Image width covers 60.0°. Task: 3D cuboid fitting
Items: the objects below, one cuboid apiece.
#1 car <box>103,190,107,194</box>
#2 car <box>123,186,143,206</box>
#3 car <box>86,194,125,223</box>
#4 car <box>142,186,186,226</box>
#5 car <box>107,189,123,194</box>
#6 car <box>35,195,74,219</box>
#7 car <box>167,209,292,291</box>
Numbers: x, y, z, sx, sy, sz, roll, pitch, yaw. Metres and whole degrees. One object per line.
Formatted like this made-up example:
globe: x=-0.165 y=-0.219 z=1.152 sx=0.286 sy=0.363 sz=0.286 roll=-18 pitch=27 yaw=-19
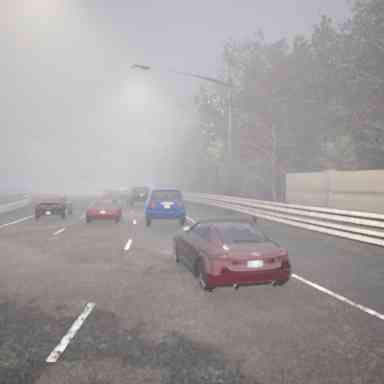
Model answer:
car: x=-13.049 y=0.277 z=53.389 sx=1.837 sy=1.490 sz=4.892 roll=-1 pitch=1 yaw=-28
car: x=-5.806 y=0.392 z=35.930 sx=2.150 sy=2.045 sz=5.566 roll=0 pitch=1 yaw=-17
car: x=-5.479 y=1.078 z=21.035 sx=1.994 sy=1.385 sz=4.181 roll=0 pitch=1 yaw=-10
car: x=-1.679 y=0.766 z=19.657 sx=2.150 sy=2.045 sz=5.566 roll=0 pitch=1 yaw=-9
car: x=-10.317 y=0.449 z=47.661 sx=2.033 sy=1.411 sz=5.357 roll=-1 pitch=1 yaw=-25
car: x=-9.427 y=0.976 z=22.993 sx=1.837 sy=1.490 sz=4.892 roll=0 pitch=1 yaw=-12
car: x=0.782 y=1.362 z=8.609 sx=1.994 sy=1.385 sz=4.181 roll=0 pitch=1 yaw=-14
